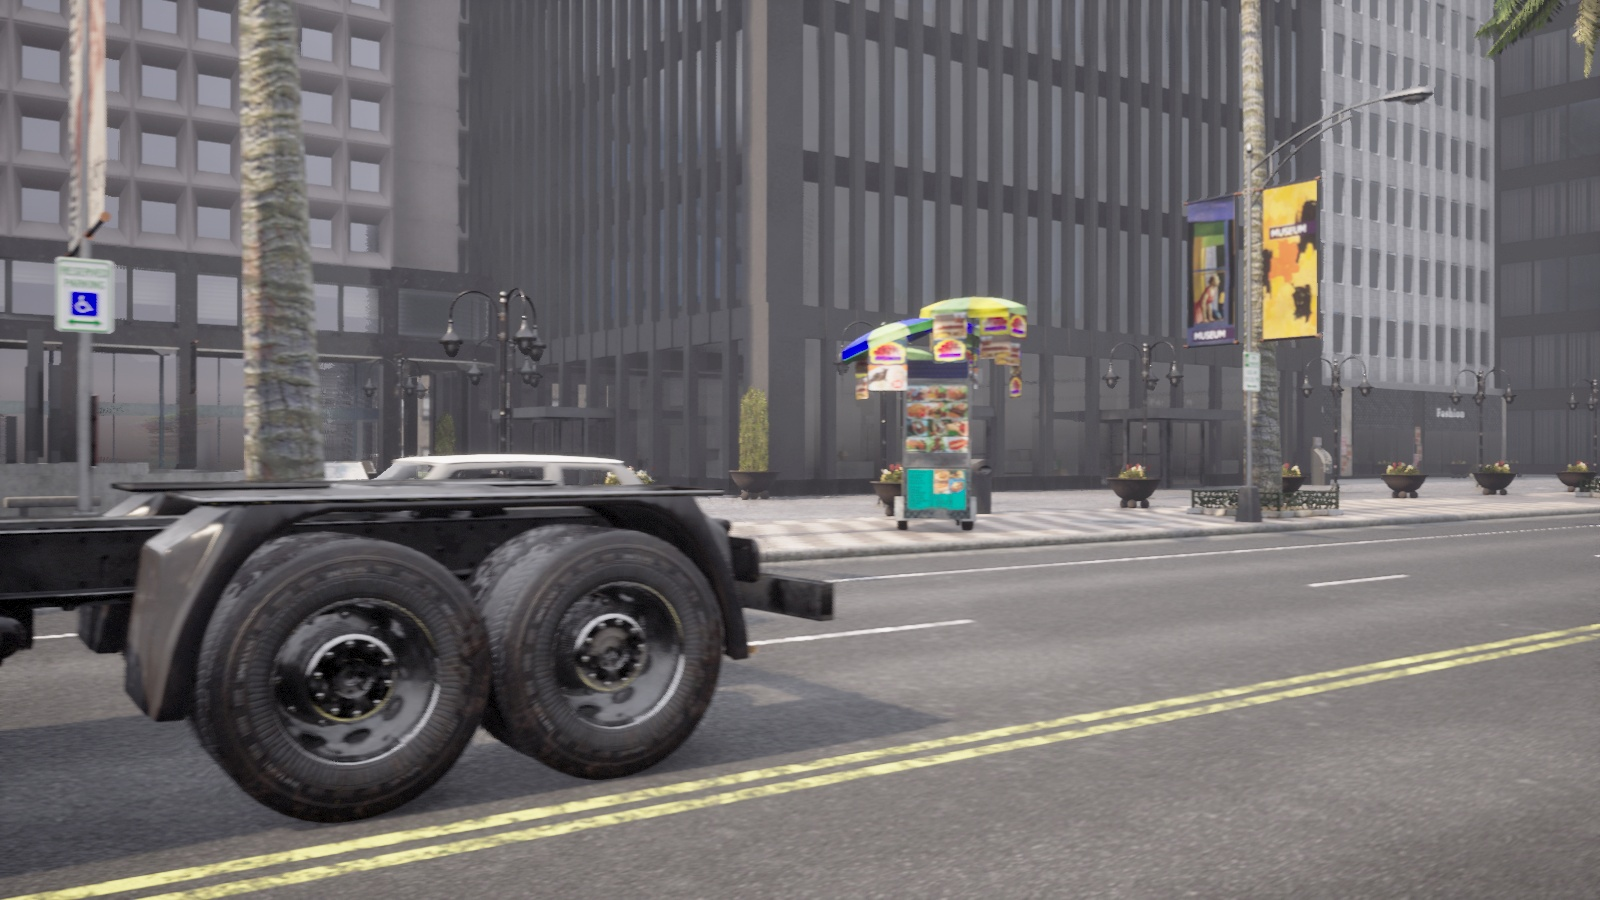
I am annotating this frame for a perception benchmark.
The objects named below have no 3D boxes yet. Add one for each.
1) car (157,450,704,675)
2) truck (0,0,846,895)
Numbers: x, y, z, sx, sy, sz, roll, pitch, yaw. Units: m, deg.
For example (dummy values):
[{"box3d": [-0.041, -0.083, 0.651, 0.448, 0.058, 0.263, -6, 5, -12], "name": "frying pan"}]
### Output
[{"box3d": [-2.927, 0.742, 10.165, 3.806, 1.475, 1.970, 0, 0, -35], "name": "car"}, {"box3d": [-3.851, -0.215, 5.247, 7.936, 3.462, 2.891, 0, 0, -35], "name": "truck"}]
